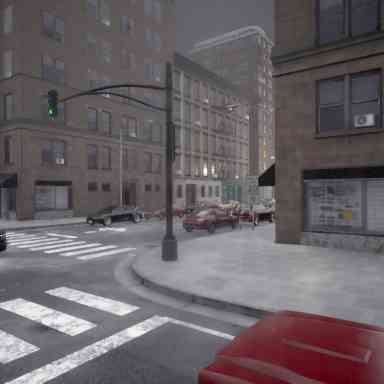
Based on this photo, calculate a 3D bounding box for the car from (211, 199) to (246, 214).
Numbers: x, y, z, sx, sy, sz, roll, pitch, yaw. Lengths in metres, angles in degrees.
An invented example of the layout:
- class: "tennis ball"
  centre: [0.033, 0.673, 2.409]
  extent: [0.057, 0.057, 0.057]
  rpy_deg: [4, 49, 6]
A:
- class: "car"
  centre: [4.142, 1.544, 36.925]
  extent: [1.752, 1.417, 4.829]
  rpy_deg: [0, 0, 36]

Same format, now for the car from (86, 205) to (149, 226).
- class: "car"
  centre: [-5.407, 1.590, 23.610]
  extent: [1.947, 1.339, 4.313]
  rpy_deg: [0, 0, 36]

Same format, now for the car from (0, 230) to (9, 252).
- class: "car"
  centre: [-8.295, 1.480, 10.075]
  extent: [1.882, 1.535, 5.008]
  rpy_deg: [0, 0, 35]

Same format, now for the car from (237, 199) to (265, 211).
- class: "car"
  centre: [7.457, 1.600, 41.547]
  extent: [1.802, 1.307, 4.206]
  rpy_deg: [0, 0, 36]

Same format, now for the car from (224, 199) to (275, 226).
- class: "car"
  centre: [4.331, 1.412, 23.419]
  extent: [1.967, 1.590, 4.097]
  rpy_deg: [0, 0, 36]

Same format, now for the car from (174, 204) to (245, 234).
- class: "car"
  centre: [1.116, 1.555, 18.934]
  extent: [1.802, 1.307, 4.206]
  rpy_deg: [0, 0, 36]

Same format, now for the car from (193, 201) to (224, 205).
- class: "car"
  centre: [1.025, 1.565, 32.579]
  extent: [1.887, 1.381, 4.507]
  rpy_deg: [0, 0, 36]

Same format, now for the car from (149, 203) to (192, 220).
- class: "car"
  centre: [-2.190, 1.604, 28.094]
  extent: [1.802, 1.307, 4.206]
  rpy_deg: [0, 0, 36]

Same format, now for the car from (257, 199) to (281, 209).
- class: "car"
  centre: [10.673, 1.601, 46.031]
  extent: [1.802, 1.307, 4.206]
  rpy_deg: [0, 0, 36]

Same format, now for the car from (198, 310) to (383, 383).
- class: "car"
  centre: [2.294, 1.601, 2.052]
  extent: [4.718, 1.301, 1.895]
  rpy_deg: [0, 0, 36]

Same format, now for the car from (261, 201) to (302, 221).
- class: "car"
  centre: [7.647, 1.495, 28.042]
  extent: [1.752, 1.417, 4.829]
  rpy_deg: [0, 0, 36]
